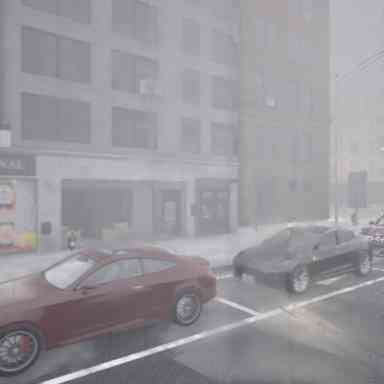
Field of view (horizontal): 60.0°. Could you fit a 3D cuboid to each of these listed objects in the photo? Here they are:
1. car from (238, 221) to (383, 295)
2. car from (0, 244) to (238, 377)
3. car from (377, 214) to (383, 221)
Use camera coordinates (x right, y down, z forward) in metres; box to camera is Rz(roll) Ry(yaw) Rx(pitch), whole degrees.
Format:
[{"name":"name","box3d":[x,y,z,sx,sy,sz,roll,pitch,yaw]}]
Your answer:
[{"name":"car","box3d":[3.036,1.562,8.699,4.313,1.339,1.947,0,0,-36]},{"name":"car","box3d":[-1.462,1.582,5.490,4.206,1.307,1.802,0,0,-36]},{"name":"car","box3d":[7.533,1.433,11.908,4.097,1.590,1.967,0,0,-36]}]
